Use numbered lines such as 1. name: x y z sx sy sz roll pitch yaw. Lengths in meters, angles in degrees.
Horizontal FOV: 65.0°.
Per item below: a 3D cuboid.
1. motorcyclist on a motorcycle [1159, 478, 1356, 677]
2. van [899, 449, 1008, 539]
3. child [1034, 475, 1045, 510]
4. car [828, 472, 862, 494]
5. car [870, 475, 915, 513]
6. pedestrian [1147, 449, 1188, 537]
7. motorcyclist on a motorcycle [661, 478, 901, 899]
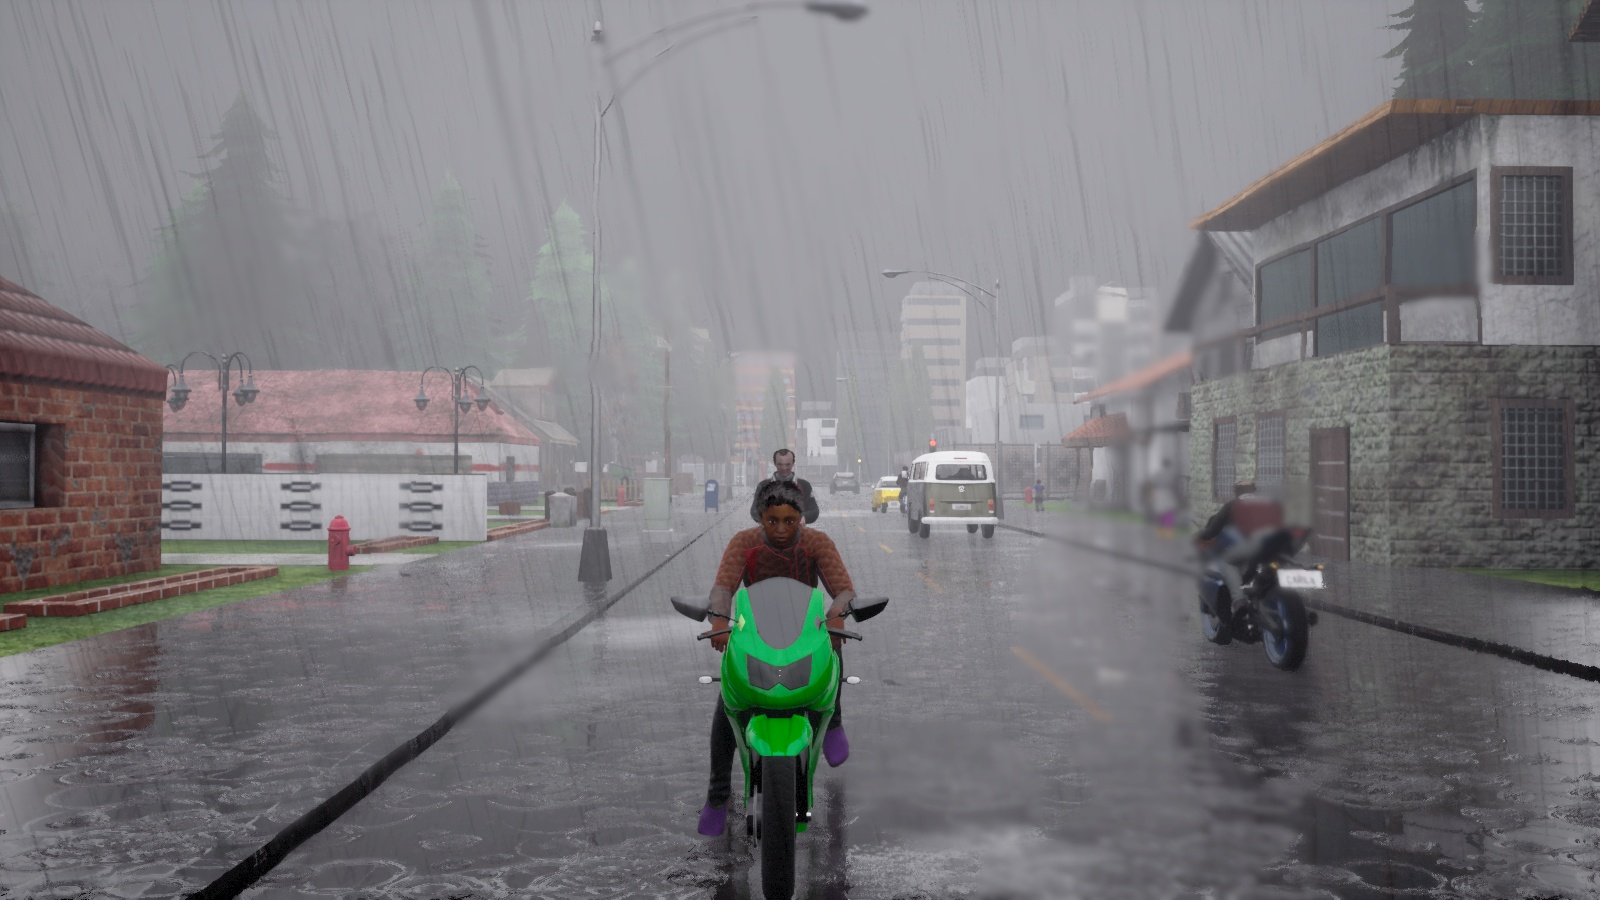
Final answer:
1. motorcyclist on a motorcycle: 3.868 1.016 10.855 0.866 1.530 2.191 0 -1 -1
2. van: 3.661 1.038 30.706 2.069 2.038 4.480 0 -1 -1
3. child: 8.721 1.535 45.735 0.270 1.263 0.437 0 -1 -1
4. car: 3.073 2.259 86.994 2.163 1.488 4.792 0 -1 0
5. car: 3.493 1.654 47.662 1.481 1.376 2.207 0 -1 -1
6. pedestrian: 8.315 0.967 28.437 0.659 1.952 0.873 0 -1 0
7. motorcyclist on a motorcycle: -0.075 0.884 5.210 0.797 1.523 2.044 0 -1 -1
